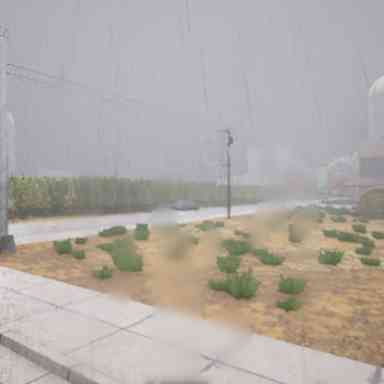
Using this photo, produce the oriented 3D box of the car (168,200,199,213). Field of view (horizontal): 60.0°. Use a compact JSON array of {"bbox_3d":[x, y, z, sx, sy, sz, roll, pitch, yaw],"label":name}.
[{"bbox_3d":[-0.956,1.617,38.620,1.994,1.385,4.181,0,0,33],"label":"car"}]
